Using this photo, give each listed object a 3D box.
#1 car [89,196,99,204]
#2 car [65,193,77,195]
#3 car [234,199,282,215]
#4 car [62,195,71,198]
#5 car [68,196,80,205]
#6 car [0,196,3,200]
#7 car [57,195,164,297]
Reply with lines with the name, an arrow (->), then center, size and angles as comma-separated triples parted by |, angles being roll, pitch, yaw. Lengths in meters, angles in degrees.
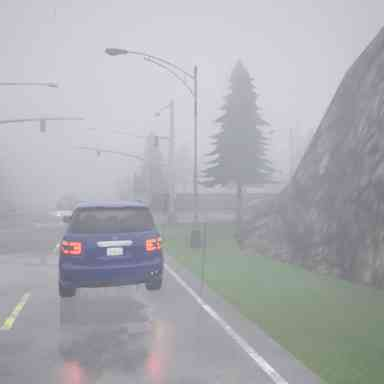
car -> -19.029, 1.526, 64.602 | 1.812, 1.442, 4.674 | 0, 0, -17
car -> -19.119, 1.221, 52.437 | 2.150, 2.045, 5.566 | 0, 0, -17
car -> 6.623, 1.505, 33.222 | 4.892, 1.490, 1.837 | 0, 0, -18
car -> -16.252, 1.492, 42.885 | 2.128, 1.511, 4.902 | 0, 0, -17
car -> -21.980, 1.564, 62.130 | 1.994, 1.385, 4.181 | 0, 0, -16
car -> -36.278, 1.374, 61.347 | 1.845, 1.501, 3.633 | 0, 0, -16
car -> -2.214, 1.221, 8.890 | 2.150, 2.045, 5.566 | 0, 0, -16
